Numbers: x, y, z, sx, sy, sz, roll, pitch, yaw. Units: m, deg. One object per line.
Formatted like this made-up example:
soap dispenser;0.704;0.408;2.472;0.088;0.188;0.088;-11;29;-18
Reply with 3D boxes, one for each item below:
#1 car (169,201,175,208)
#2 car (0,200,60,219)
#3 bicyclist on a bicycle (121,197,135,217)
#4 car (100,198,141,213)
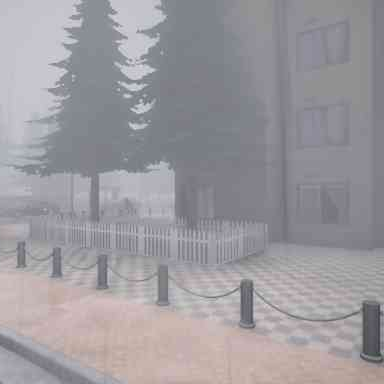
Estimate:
car;-1.151;1.510;45.765;1.812;1.442;4.674;0;0;37
car;-13.994;1.476;28.913;2.128;1.511;4.902;0;0;37
bicyclist on a bicycle;-5.388;1.285;27.873;1.656;1.620;0.582;0;0;37
car;-7.871;1.462;36.968;1.882;1.535;5.008;0;0;37
